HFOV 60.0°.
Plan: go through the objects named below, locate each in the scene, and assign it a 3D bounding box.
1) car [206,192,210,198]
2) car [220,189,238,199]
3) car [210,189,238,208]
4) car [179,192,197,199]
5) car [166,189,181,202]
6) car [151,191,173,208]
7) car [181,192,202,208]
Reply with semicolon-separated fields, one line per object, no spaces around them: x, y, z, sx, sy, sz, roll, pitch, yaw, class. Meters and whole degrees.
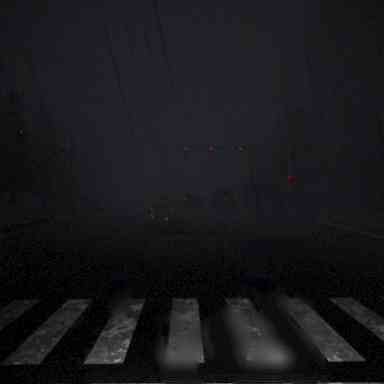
4.837;0.654;75.207;1.812;1.442;4.674;0;1;30;car
8.325;0.366;74.290;2.150;2.045;5.566;0;1;30;car
3.620;0.772;38.676;2.150;2.045;5.566;0;1;0;car
-0.834;0.716;71.190;2.033;1.411;5.357;0;1;19;car
-3.432;0.582;55.391;2.150;2.045;5.566;0;0;2;car
-3.573;1.030;38.592;1.882;1.535;5.008;0;1;0;car
0.120;0.896;39.273;2.097;1.767;4.553;0;1;0;car
